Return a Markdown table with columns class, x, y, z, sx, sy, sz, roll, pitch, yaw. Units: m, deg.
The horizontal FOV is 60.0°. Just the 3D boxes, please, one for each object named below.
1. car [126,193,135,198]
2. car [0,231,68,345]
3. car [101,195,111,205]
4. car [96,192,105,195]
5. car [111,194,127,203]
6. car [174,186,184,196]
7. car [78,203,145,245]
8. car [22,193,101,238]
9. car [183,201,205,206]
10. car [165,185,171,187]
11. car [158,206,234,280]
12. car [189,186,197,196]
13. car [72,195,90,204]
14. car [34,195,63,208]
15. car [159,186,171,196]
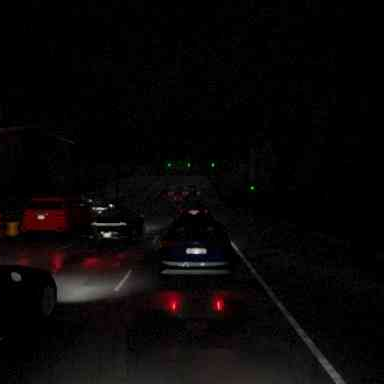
| class | x | y | z | sx | sy | sz | roll | pitch | yaw |
| --- | --- | --- | --- | --- | --- | --- | --- | --- | --- |
| car | -13.896 | 0.870 | 73.540 | 2.033 | 1.411 | 5.357 | 0 | 4 | 0 |
| car | -3.398 | 1.532 | 4.216 | 1.812 | 1.442 | 4.674 | 0 | 0 | 0 |
| car | -14.046 | 1.587 | 50.176 | 1.812 | 1.442 | 4.674 | 0 | 0 | 0 |
| car | -20.891 | 0.736 | 74.425 | 1.882 | 1.535 | 5.008 | 0 | 4 | 0 |
| car | -13.971 | 1.479 | 62.170 | 1.812 | 1.442 | 4.674 | 0 | 1 | 1 |
| car | -3.346 | 0.085 | 81.391 | 1.812 | 1.442 | 4.674 | 0 | 7 | 0 |
| car | -3.389 | 1.513 | 15.732 | 2.128 | 1.511 | 4.902 | 0 | 0 | 0 |
| car | -6.878 | 1.246 | 17.845 | 2.150 | 2.045 | 5.566 | 0 | 0 | 0 |
| car | 0.119 | 1.382 | 23.168 | 2.097 | 1.767 | 4.553 | 0 | 0 | 0 |
| car | -6.781 | -1.174 | 91.471 | 1.895 | 1.301 | 4.718 | 0 | 7 | 0 |
| car | 0.107 | 1.444 | 10.006 | 2.033 | 1.649 | 4.856 | 0 | 0 | 0 |
| car | 0.157 | 0.072 | 81.787 | 1.994 | 1.385 | 4.181 | 0 | 7 | 0 |
| car | -20.953 | 1.460 | 62.806 | 1.812 | 1.442 | 4.674 | 0 | 2 | 0 |
| car | -21.103 | 1.417 | 49.165 | 2.097 | 1.767 | 4.553 | 0 | 0 | 2 |
| car | -6.848 | 0.142 | 81.002 | 2.033 | 1.411 | 5.357 | 0 | 7 | 0 |
